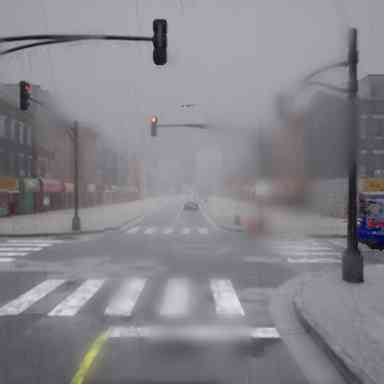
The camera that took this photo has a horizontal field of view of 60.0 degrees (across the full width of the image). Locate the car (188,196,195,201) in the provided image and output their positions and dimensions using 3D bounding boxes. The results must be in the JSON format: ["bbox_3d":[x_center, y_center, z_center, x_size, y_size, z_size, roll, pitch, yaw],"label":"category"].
[{"bbox_3d":[-0.153,1.781,95.523,1.802,1.307,4.206,0,0,0],"label":"car"}]

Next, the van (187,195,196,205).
[{"bbox_3d":[-0.054,1.447,61.892,1.690,1.788,3.998,0,0,0],"label":"van"}]

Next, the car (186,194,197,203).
[{"bbox_3d":[-0.088,1.448,73.102,2.192,1.841,5.009,0,0,0],"label":"car"}]

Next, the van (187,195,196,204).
[{"bbox_3d":[-0.071,1.460,67.497,1.690,1.788,3.998,0,0,0],"label":"van"}]

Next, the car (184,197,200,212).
[{"bbox_3d":[0.013,1.629,39.469,1.947,1.339,4.313,0,0,0],"label":"car"}]

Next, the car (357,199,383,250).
[{"bbox_3d":[8.835,1.275,12.200,5.566,2.045,2.150,0,0,2],"label":"car"}]

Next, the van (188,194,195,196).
[{"bbox_3d":[-0.038,1.435,56.286,1.690,1.788,3.998,0,0,0],"label":"van"}]
